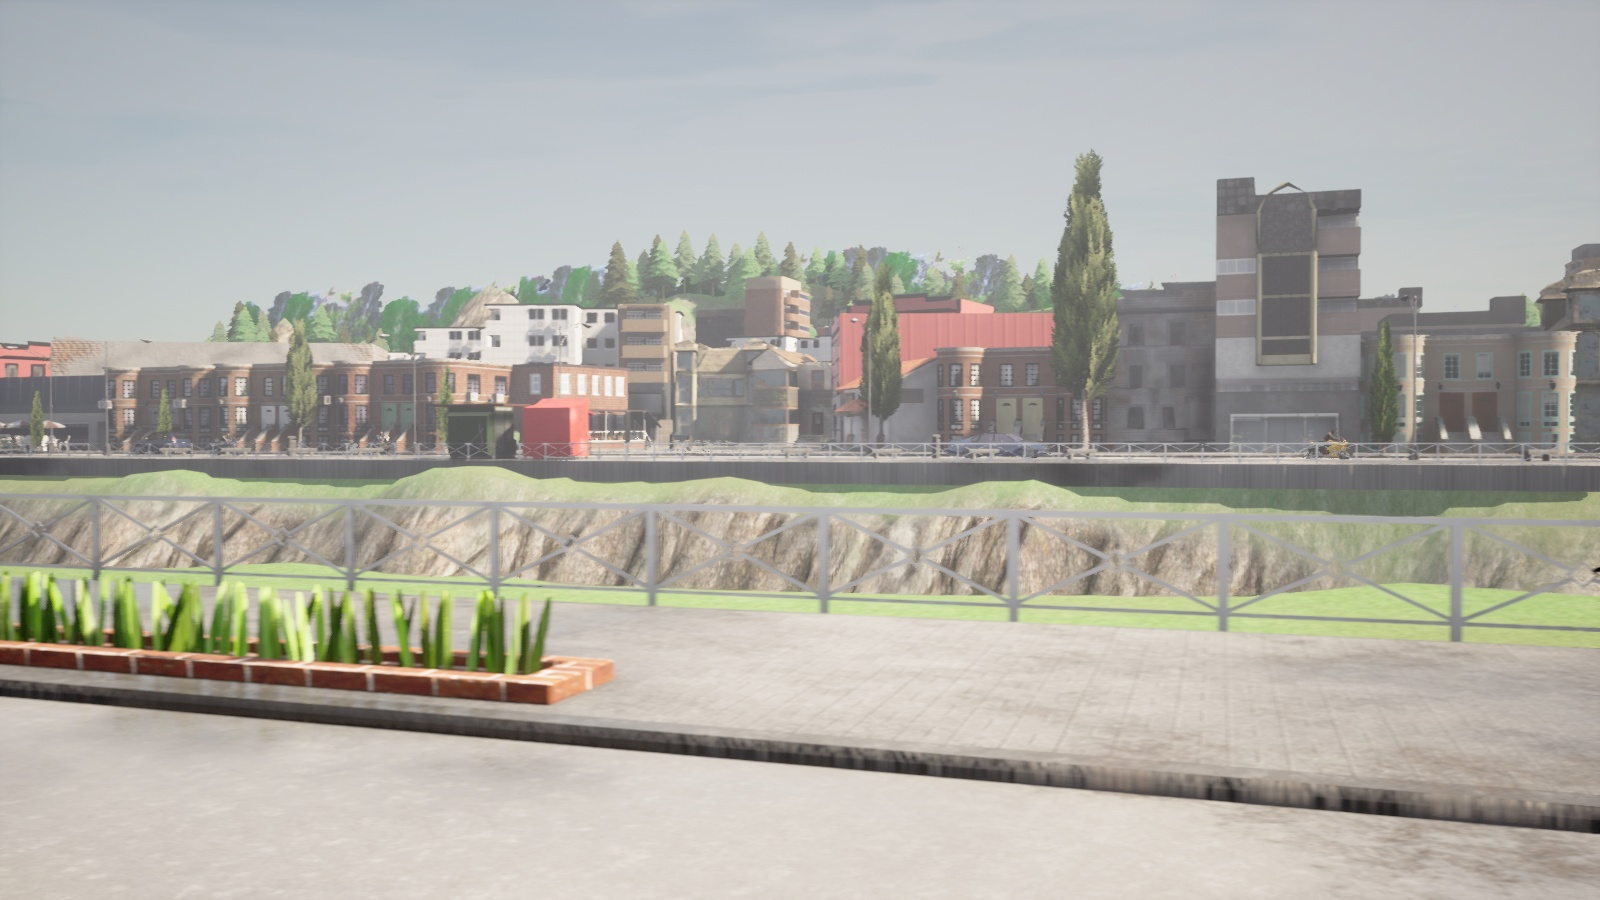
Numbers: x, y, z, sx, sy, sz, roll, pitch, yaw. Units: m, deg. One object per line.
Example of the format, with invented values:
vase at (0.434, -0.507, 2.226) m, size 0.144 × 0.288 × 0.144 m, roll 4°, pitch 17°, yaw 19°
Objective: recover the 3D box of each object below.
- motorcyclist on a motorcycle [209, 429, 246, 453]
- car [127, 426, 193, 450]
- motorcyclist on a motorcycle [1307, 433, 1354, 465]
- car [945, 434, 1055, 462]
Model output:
motorcyclist on a motorcycle at (-37.078, -0.580, 81.287) m, size 2.191 × 1.530 × 0.866 m, roll 1°, pitch 1°, yaw 19°
car at (-44.879, -0.855, 88.126) m, size 3.988 × 1.617 × 1.851 m, roll 1°, pitch 1°, yaw 19°
motorcyclist on a motorcycle at (25.448, -0.061, 60.271) m, size 2.044 × 1.523 × 0.797 m, roll 1°, pitch 1°, yaw 19°
car at (10.400, -0.133, 65.330) m, size 5.357 × 1.411 × 2.033 m, roll 1°, pitch 1°, yaw 19°
